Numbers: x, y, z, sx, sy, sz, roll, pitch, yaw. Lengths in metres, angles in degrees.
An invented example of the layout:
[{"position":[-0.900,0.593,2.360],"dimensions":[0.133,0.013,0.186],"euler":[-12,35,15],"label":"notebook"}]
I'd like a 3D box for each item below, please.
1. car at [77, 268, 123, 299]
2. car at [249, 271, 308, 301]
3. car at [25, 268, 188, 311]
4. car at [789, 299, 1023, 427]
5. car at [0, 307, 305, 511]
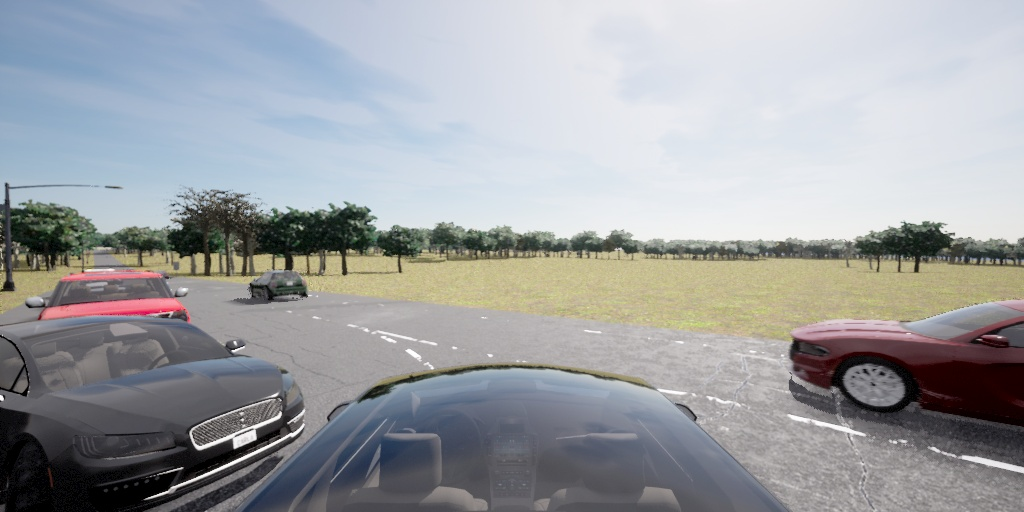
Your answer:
[{"position":[-31.459,2.020,27.404],"dimensions":[5.566,2.045,2.150],"euler":[-2,0,41],"label":"car"},{"position":[-14.386,1.689,21.975],"dimensions":[4.553,1.767,2.097],"euler":[-2,0,41],"label":"car"},{"position":[-9.515,1.398,8.592],"dimensions":[5.566,2.045,2.150],"euler":[-2,0,41],"label":"car"},{"position":[6.411,1.249,4.203],"dimensions":[5.008,1.535,1.882],"euler":[-1,0,41],"label":"car"},{"position":[-4.580,1.450,3.971],"dimensions":[4.892,1.490,1.837],"euler":[-3,-3,21],"label":"car"}]
